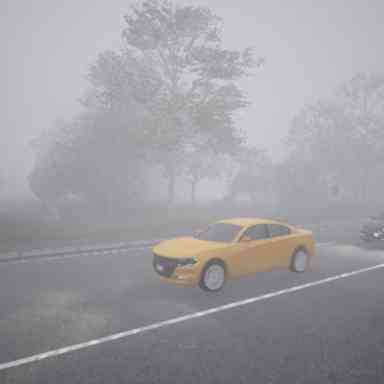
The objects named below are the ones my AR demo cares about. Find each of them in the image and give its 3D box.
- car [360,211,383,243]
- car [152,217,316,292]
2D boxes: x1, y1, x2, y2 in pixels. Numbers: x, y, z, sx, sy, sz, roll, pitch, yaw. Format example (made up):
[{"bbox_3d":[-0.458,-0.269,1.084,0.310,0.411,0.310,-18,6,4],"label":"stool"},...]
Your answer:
[{"bbox_3d":[9.451,1.491,14.908,4.892,1.490,1.837,0,0,-35],"label":"car"},{"bbox_3d":[1.298,1.473,9.094,5.008,1.535,1.882,0,0,-35],"label":"car"}]
